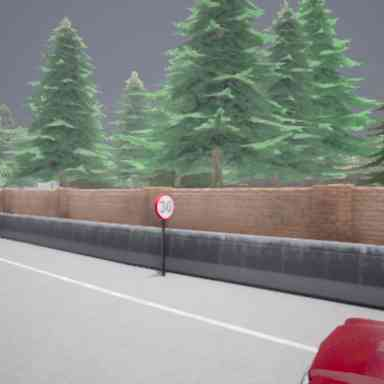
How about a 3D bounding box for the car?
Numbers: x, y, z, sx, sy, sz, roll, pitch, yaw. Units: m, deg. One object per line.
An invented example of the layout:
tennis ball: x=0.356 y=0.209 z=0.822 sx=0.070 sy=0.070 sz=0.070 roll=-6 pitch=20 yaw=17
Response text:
car: x=3.053 y=1.611 z=1.865 sx=4.718 sy=1.301 sz=1.895 roll=0 pitch=0 yaw=35
